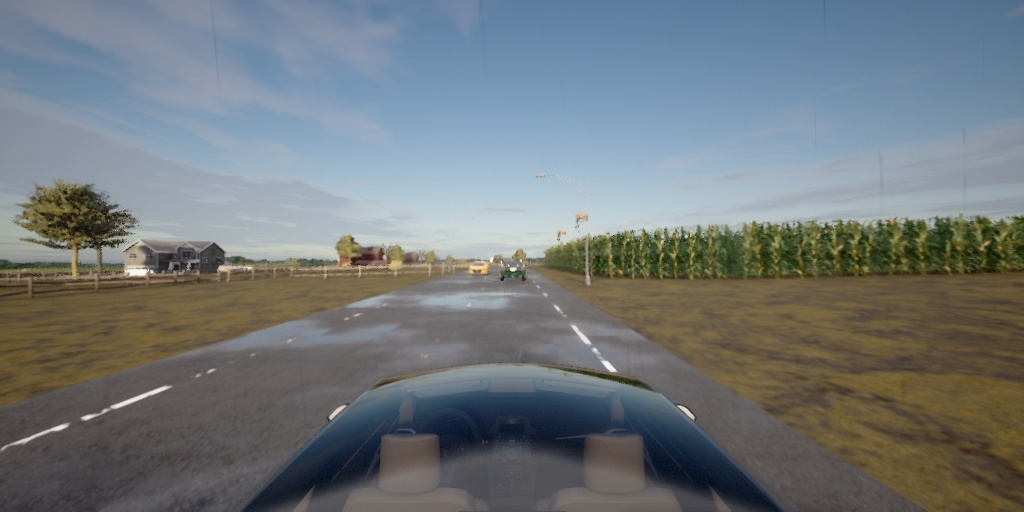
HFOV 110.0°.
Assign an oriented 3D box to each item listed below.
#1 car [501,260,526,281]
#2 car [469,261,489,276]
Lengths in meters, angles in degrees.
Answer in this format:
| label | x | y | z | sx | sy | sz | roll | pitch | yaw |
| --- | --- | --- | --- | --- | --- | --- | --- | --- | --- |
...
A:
| label | x | y | z | sx | sy | sz | roll | pitch | yaw |
| --- | --- | --- | --- | --- | --- | --- | --- | --- | --- |
| car | 0.097 | 1.170 | 31.556 | 2.097 | 1.767 | 4.553 | 0 | 0 | 0 |
| car | -3.588 | 1.331 | 39.606 | 1.882 | 1.535 | 5.008 | 0 | 0 | 0 |
